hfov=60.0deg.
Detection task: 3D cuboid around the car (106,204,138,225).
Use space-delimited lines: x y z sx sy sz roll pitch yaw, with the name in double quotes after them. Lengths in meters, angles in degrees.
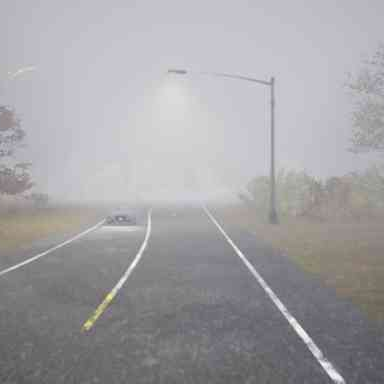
-4.869 1.555 23.656 1.994 1.385 4.181 0 0 -7 "car"
